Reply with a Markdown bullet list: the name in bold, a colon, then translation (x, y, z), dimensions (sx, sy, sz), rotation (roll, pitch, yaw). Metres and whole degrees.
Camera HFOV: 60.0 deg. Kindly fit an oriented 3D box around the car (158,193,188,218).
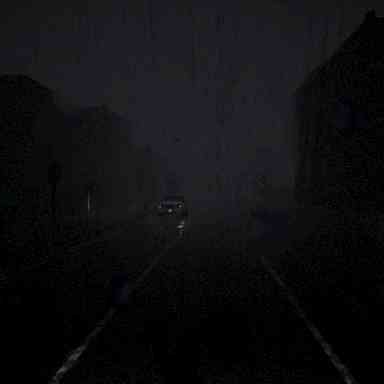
- **car**: translation (-1.547, 1.134, 29.127), dimensions (2.150, 2.045, 5.566), rotation (0, 0, 4)
